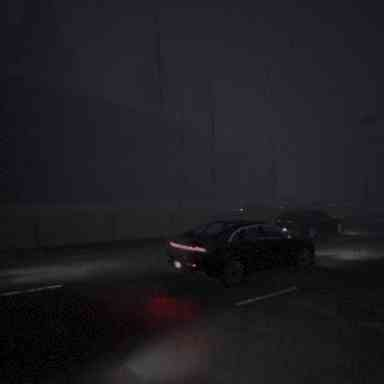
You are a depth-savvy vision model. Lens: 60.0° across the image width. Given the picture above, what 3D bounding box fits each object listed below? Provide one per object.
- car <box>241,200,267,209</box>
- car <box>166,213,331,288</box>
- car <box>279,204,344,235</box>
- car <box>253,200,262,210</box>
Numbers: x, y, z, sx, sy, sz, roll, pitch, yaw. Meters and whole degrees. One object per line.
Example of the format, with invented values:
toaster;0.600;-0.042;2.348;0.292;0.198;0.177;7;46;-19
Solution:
car;9.527;1.880;50.860;1.994;1.385;4.181;0;0;41
car;1.570;1.549;9.482;4.902;1.511;2.128;1;0;-38
car;6.379;1.630;17.923;4.892;1.490;1.837;1;0;-40
car;8.591;1.842;44.588;1.994;1.385;4.181;0;0;43
